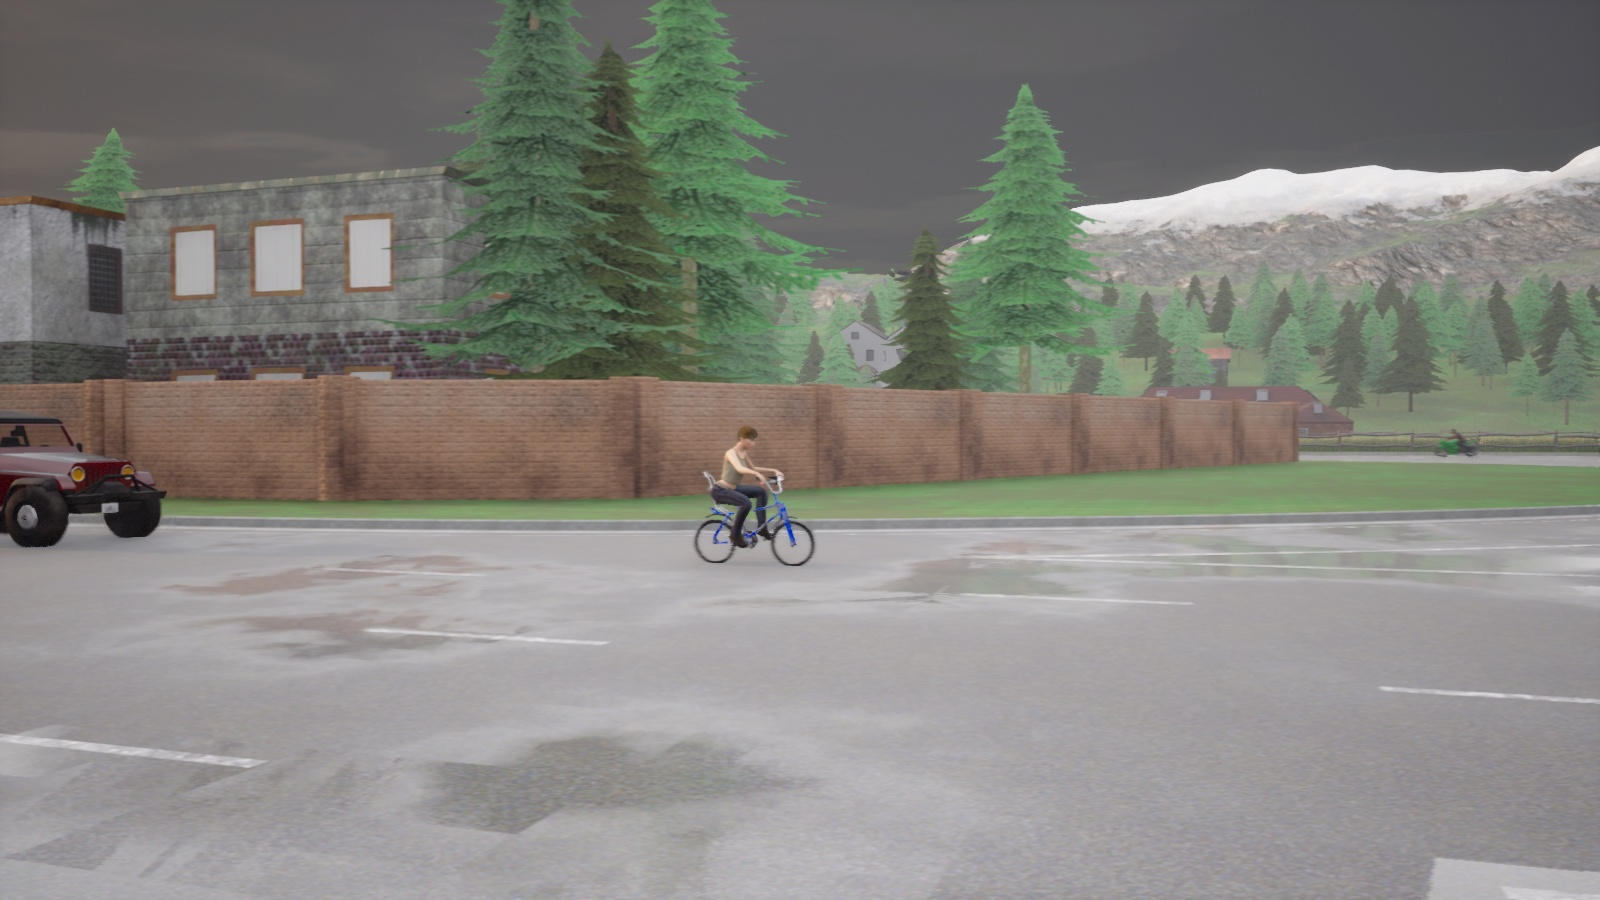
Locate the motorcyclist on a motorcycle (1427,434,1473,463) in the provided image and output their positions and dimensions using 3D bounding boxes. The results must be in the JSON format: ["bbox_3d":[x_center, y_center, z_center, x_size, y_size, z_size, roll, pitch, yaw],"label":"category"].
[{"bbox_3d":[33.796,-0.091,65.295,2.044,1.523,0.797,0,1,19],"label":"motorcyclist on a motorcycle"}]

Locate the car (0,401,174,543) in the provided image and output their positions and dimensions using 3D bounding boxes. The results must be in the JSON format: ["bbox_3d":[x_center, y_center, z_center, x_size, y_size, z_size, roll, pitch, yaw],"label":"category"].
[{"bbox_3d":[-11.281,0.258,18.062,3.866,1.878,1.905,1,1,19],"label":"car"}]

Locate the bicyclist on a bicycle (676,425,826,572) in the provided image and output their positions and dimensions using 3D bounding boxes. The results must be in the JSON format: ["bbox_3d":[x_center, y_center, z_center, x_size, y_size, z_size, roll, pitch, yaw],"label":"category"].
[{"bbox_3d":[-0.557,0.518,14.462,1.509,1.612,0.866,1,1,19],"label":"bicyclist on a bicycle"}]
